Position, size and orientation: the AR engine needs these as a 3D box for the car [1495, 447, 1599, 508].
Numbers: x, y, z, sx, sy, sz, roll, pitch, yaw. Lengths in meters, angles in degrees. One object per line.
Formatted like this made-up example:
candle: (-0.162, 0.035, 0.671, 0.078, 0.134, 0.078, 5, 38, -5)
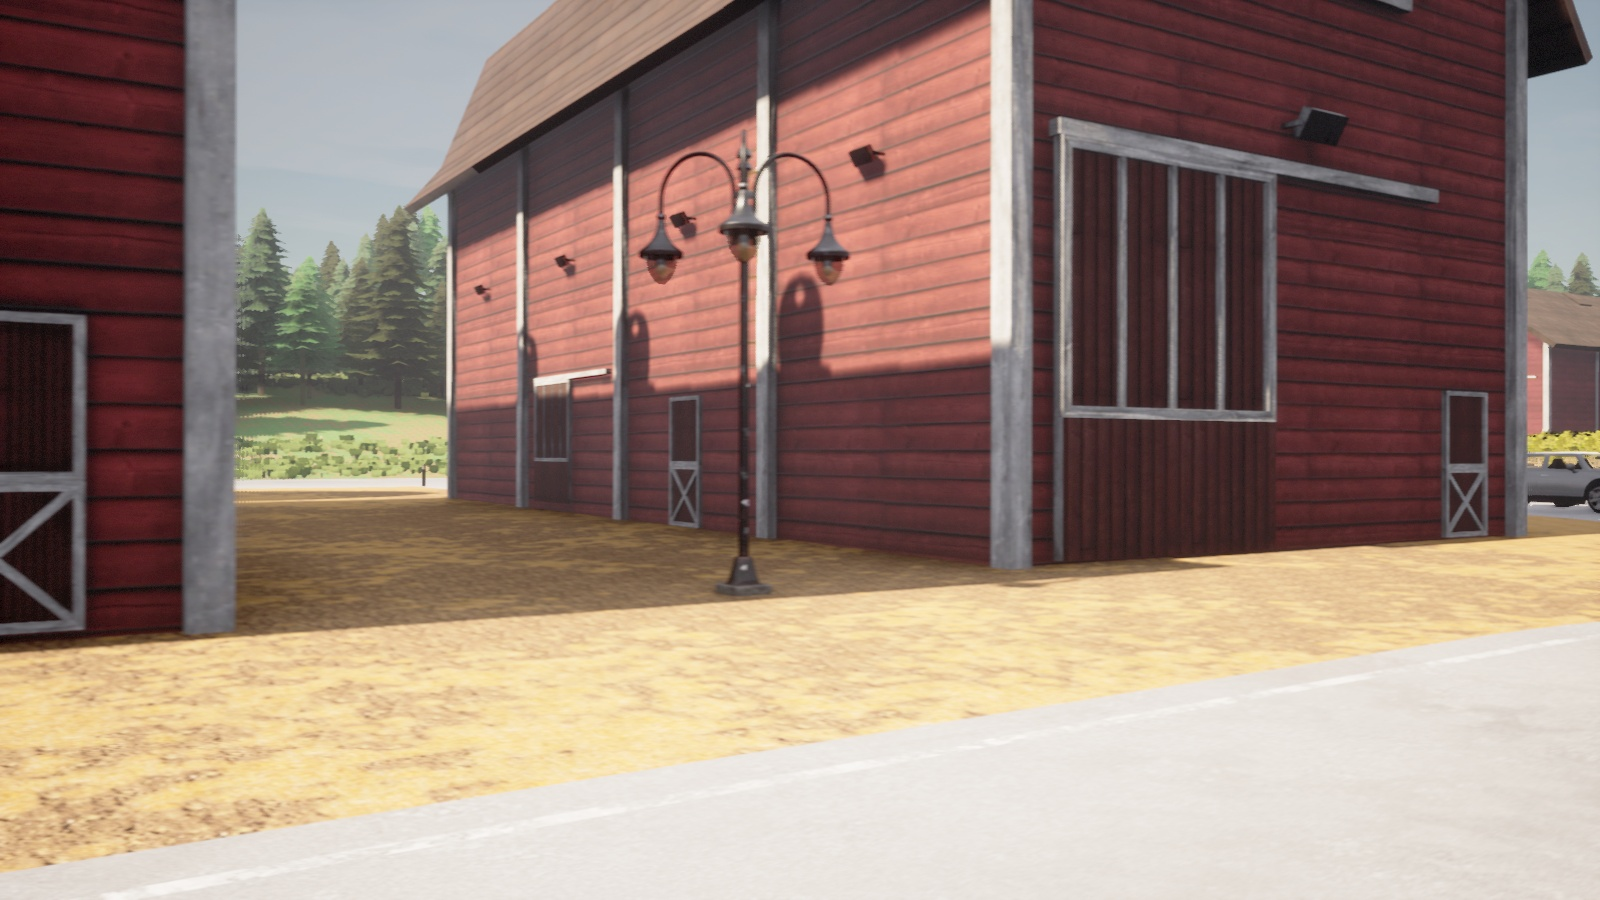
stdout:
car: (19.708, 0.651, 31.356, 1.970, 1.475, 3.806, 0, 0, -17)
